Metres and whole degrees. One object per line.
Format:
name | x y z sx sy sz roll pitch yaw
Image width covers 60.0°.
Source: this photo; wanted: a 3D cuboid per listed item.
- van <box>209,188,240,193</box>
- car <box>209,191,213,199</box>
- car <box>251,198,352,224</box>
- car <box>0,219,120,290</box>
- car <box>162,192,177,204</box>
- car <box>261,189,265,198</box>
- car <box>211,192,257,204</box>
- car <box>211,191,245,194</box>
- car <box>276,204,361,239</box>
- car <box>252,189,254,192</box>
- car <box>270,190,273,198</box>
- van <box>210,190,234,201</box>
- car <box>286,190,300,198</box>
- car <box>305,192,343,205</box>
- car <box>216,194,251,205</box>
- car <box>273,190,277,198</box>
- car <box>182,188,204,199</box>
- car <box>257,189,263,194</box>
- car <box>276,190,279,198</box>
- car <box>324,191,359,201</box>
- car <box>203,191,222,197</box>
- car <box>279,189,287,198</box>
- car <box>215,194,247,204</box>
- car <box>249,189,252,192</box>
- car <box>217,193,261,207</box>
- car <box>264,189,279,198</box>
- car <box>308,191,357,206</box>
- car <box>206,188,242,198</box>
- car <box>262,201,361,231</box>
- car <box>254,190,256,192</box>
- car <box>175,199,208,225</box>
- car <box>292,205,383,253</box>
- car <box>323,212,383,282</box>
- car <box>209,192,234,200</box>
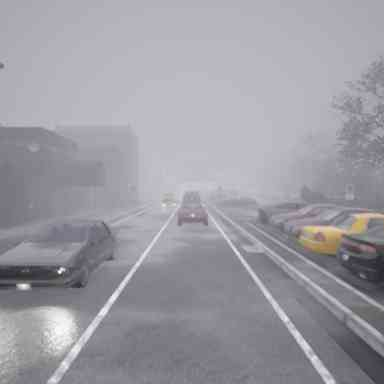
van | 5.767 0.708 59.158 4.442 1.987 1.878 0 1 0
car | 5.879 0.973 56.254 4.892 1.521 2.231 0 1 0
car | 6.139 1.288 19.146 4.792 1.488 2.163 0 1 0
car | -3.361 1.486 9.301 2.033 1.411 5.357 0 0 0
car | -3.503 0.854 51.442 2.097 1.767 4.553 0 1 0
car | 18.954 0.715 75.763 4.892 1.521 2.231 0 1 0
car | 5.711 1.113 45.121 5.366 1.575 1.946 0 1 0
car | 5.859 1.037 53.471 4.792 1.488 2.163 0 1 0
car | 6.103 1.361 13.494 4.674 1.452 2.002 0 1 0
car | 18.932 0.558 86.902 5.008 1.535 2.097 0 1 0
car | 18.926 0.855 67.409 4.792 1.488 2.163 0 1 0
van | 5.761 0.637 64.599 4.442 1.987 1.878 0 1 0
car | 18.934 0.845 56.268 4.553 1.767 2.185 0 1 0
car | 19.004 0.952 48.039 4.553 1.767 2.185 0 1 0
car | 5.923 1.110 47.905 4.792 1.488 2.163 0 1 0
car | 18.963 0.862 64.623 5.008 1.535 2.097 0 1 0
car | -0.037 0.863 40.337 2.150 2.045 5.566 0 1 0
car | 18.917 0.424 78.543 5.566 2.045 2.435 0 1 0
car | 19.146 0.893 61.964 5.366 1.575 1.946 0 1 0
car | 18.947 1.025 42.343 4.553 1.767 2.185 0 1 0
car | 5.667 0.476 92.433 5.366 1.575 1.946 0 1 0
car | 18.991 0.681 59.176 5.566 2.045 2.435 0 1 0
car | 5.894 1.084 50.688 4.674 1.452 2.002 0 1 0
car | 18.901 0.352 92.469 4.553 1.767 2.185 0 1 0
car | 5.914 1.191 42.481 4.674 1.452 2.002 1 1 0
car | 18.982 0.625 72.975 4.553 1.767 2.185 0 1 0
car | 19.005 0.864 45.127 5.566 2.045 2.435 0 1 0
car | 5.852 0.648 61.816 5.566 2.045 2.435 0 1 0
car | 6.108 1.330 16.319 4.674 1.452 2.002 0 1 0
car | 18.908 0.472 84.116 4.553 1.767 2.185 0 1 0
car | 0.042 1.401 22.576 1.994 1.385 4.181 0 1 0
car | 6.281 1.349 10.667 5.366 1.575 1.946 0 1 0
car | 6.085 1.384 7.842 5.008 1.535 2.097 0 1 0
car | 5.869 0.828 67.386 4.892 1.521 2.231 0 1 0
